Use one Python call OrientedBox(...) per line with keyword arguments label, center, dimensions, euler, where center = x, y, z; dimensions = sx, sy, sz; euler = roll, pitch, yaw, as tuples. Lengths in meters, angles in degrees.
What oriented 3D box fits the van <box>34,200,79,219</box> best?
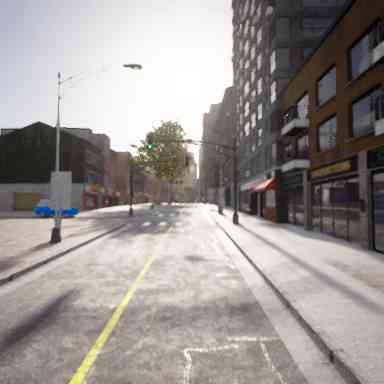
OrientedBox(label="van", center=(-12.925, 1.665, 31.889), dimensions=(3.998, 1.788, 1.690), euler=(0, -3, 0))
